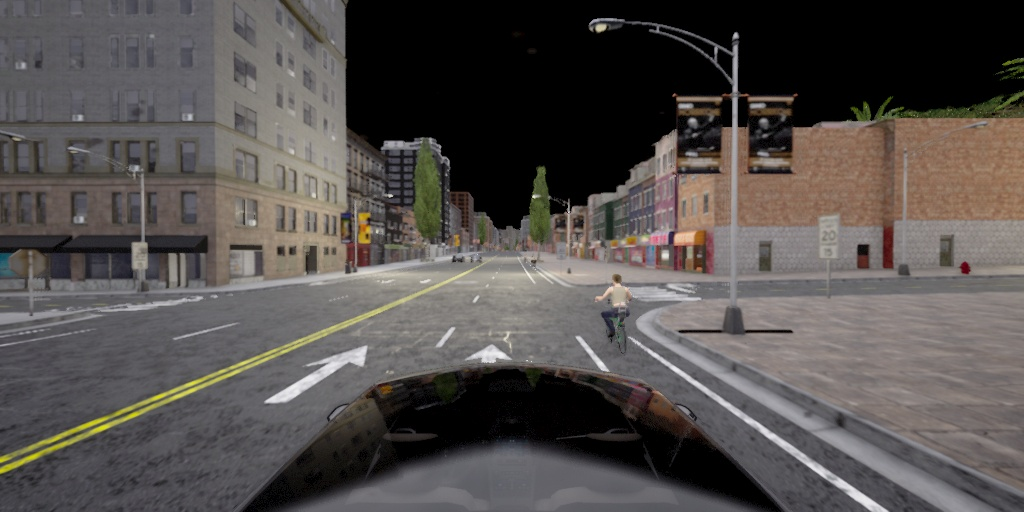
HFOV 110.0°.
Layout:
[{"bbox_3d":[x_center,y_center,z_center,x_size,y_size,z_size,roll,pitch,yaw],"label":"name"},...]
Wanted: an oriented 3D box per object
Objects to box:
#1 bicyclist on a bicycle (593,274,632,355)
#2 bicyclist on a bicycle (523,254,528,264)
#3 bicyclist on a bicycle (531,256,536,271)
[{"bbox_3d":[2.232,1.185,7.740,0.866,1.612,1.509,0,0,0],"label":"bicyclist on a bicycle"},{"bbox_3d":[2.286,0.519,61.278,0.866,1.612,1.509,0,1,0],"label":"bicyclist on a bicycle"},{"bbox_3d":[2.262,0.921,37.588,0.659,1.776,1.843,0,1,0],"label":"bicyclist on a bicycle"}]
